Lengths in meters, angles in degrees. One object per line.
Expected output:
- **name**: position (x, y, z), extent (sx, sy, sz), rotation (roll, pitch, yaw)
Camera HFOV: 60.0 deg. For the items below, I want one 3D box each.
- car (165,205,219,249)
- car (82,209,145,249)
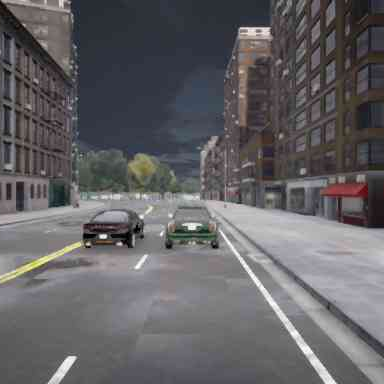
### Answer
- **car**: position (0.000, 1.363, 14.620), extent (2.097, 1.767, 4.553), rotation (0, 0, 0)
- **car**: position (-3.250, 1.482, 14.650), extent (1.882, 1.535, 5.008), rotation (0, 0, 0)
